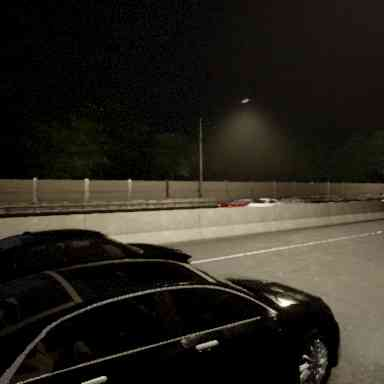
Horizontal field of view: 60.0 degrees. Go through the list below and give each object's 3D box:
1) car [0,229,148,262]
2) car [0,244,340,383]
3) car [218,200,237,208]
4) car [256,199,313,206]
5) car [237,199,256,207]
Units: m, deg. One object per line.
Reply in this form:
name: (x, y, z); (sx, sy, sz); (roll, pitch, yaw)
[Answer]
car: (-2.259, 1.463, 6.436); (5.008, 1.535, 1.882); (-1, 0, -36)
car: (-0.417, 1.492, 3.450); (4.892, 1.490, 1.837); (-1, 0, -36)
car: (4.842, 1.404, 33.260); (4.718, 1.301, 1.895); (-1, 0, -36)
car: (7.857, 1.306, 26.811); (4.902, 1.511, 2.128); (-1, 0, -36)
car: (6.626, 1.332, 30.232); (4.674, 1.442, 1.812); (-1, 1, -36)
